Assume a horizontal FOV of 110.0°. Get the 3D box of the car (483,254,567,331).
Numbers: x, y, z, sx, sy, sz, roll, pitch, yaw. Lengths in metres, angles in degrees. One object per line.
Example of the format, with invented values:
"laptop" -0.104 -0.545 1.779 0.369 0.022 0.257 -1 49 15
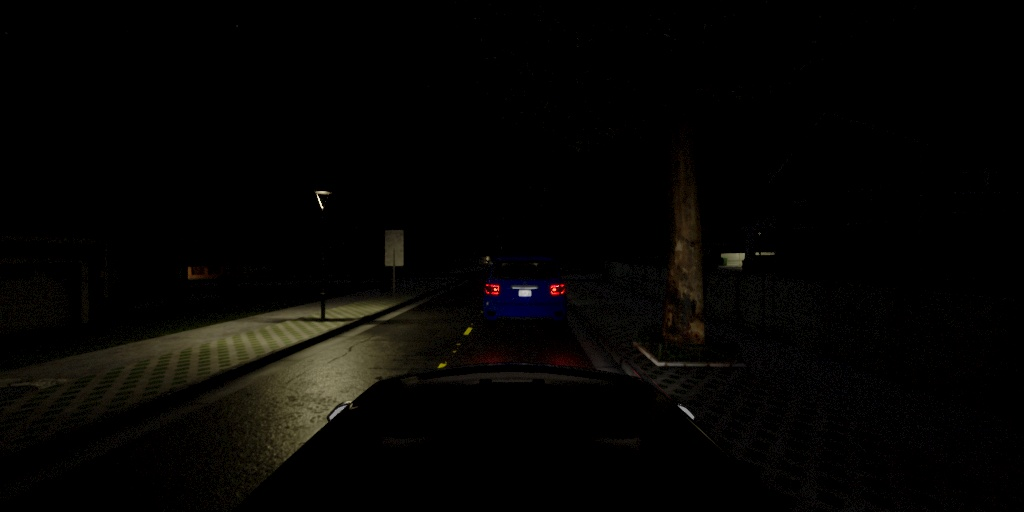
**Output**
"car" 0.382 0.963 11.077 2.150 2.045 5.566 0 0 2
